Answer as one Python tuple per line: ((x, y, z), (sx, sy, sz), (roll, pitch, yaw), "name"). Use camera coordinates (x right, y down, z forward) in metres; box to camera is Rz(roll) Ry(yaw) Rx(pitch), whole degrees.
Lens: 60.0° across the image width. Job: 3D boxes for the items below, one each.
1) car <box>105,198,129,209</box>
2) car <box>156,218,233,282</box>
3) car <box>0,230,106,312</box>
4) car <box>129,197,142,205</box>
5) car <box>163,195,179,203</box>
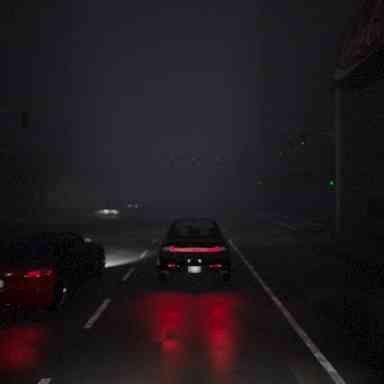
((-10.574, 1.558, 45.801), (2.128, 1.511, 4.902), (0, 0, 0), "car")
((0.071, 1.506, 9.801), (2.128, 1.511, 4.902), (0, 0, 0), "car")
((-3.440, 1.576, 7.825), (1.994, 1.385, 4.181), (0, 0, 0), "car")
((-10.500, 1.670, 61.804), (2.033, 1.411, 5.357), (0, 0, 0), "car")
((-4.576, 1.433, 72.012), (2.097, 1.767, 4.553), (0, 0, -27), "car")
